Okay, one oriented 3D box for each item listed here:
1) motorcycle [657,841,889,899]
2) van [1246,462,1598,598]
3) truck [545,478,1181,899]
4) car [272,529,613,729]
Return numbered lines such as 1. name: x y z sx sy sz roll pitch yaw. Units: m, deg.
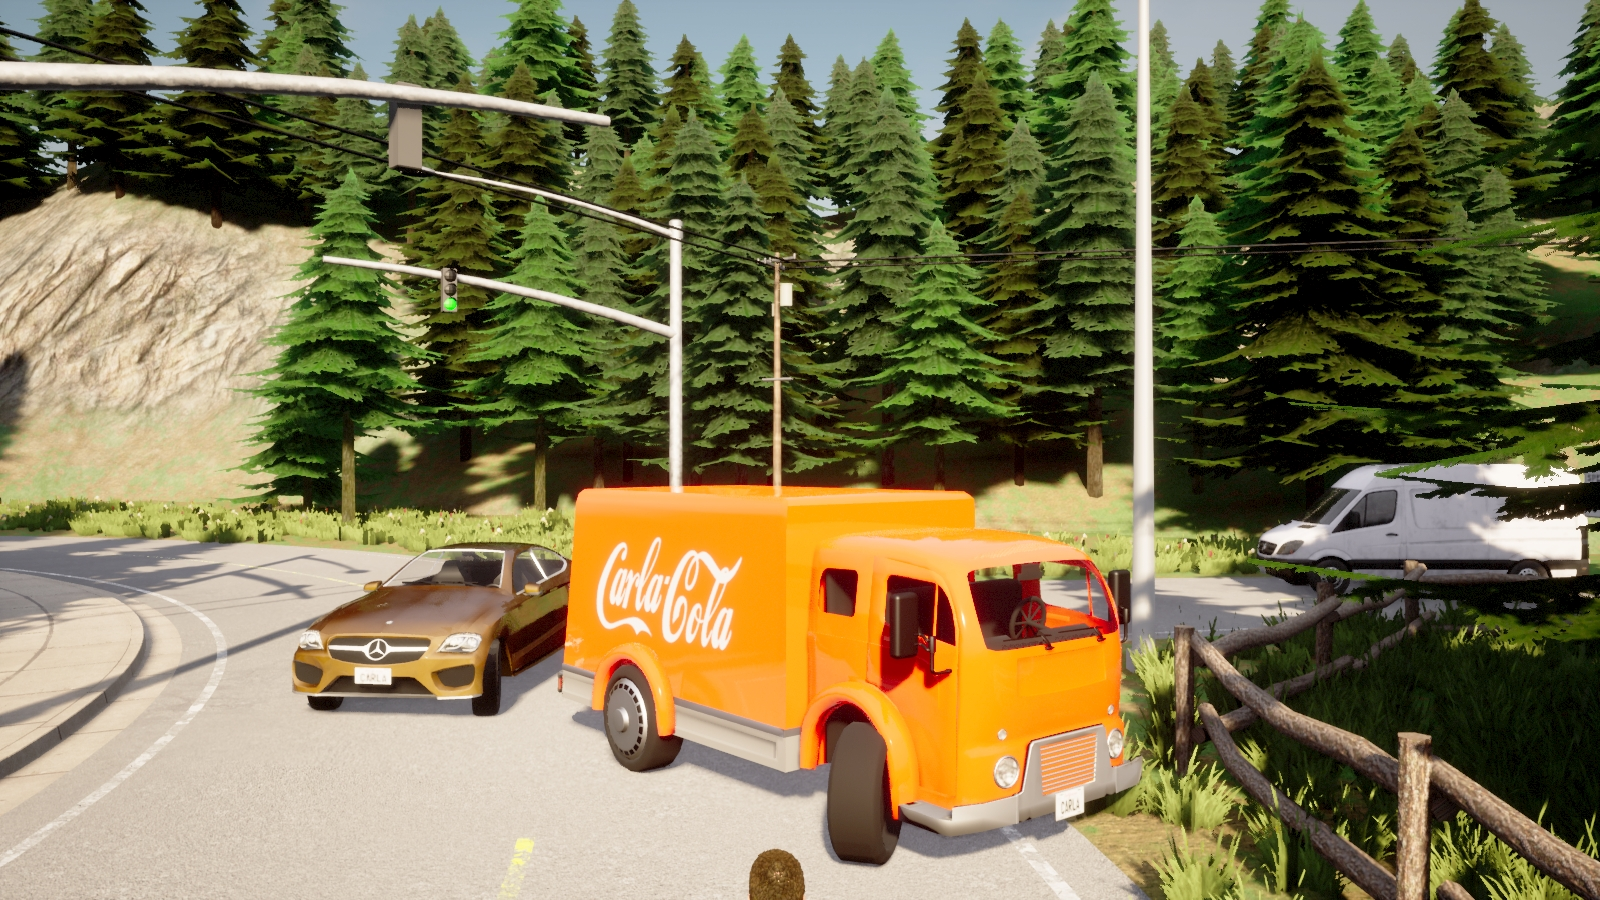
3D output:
1. motorcycle: -0.074 2.159 3.526 0.803 1.199 2.033 0 0 -2
2. van: 12.301 1.535 22.943 5.915 2.561 1.988 0 0 4
3. truck: 0.202 1.542 9.769 2.627 2.467 5.204 0 0 -39
4. car: -4.038 1.970 14.038 2.152 1.651 5.027 0 0 6
